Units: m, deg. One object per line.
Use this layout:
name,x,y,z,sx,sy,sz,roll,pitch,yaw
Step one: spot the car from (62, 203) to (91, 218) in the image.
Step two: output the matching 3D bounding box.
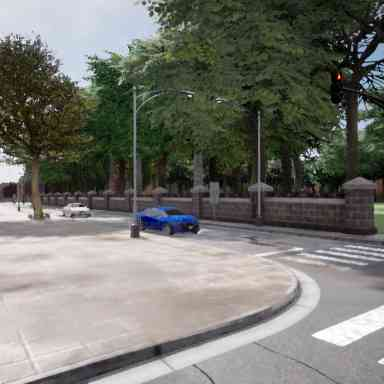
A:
car,-11.867,1.867,34.058,1.812,1.442,4.674,0,-1,-35

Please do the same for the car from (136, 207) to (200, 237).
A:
car,-1.517,1.632,19.551,1.882,1.535,5.008,0,0,-36
